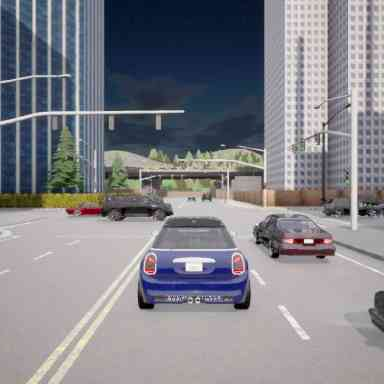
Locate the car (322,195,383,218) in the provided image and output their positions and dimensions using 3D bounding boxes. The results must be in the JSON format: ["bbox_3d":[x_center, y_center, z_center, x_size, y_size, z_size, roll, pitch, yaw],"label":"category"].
[{"bbox_3d":[14.087,1.352,29.435,4.553,1.767,2.097,0,0,0],"label":"car"}]

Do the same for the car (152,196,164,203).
[{"bbox_3d":[-7.058,1.552,69.519,1.994,1.385,4.181,0,0,0],"label":"car"}]

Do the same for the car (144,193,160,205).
[{"bbox_3d":[-7.122,1.221,59.653,2.150,2.045,5.566,0,0,0],"label":"car"}]

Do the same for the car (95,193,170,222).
[{"bbox_3d":[-4.236,1.222,25.715,5.566,2.045,2.150,0,0,-1],"label":"car"}]

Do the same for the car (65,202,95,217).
[{"bbox_3d":[-9.051,1.601,30.583,4.718,1.301,1.895,0,0,-16],"label":"car"}]

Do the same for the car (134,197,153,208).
[{"bbox_3d":[-7.137,1.491,49.786,2.128,1.511,4.902,0,0,0],"label":"car"}]

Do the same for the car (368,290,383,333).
[{"bbox_3d":[3.599,1.547,2.580,2.033,1.411,5.357,0,0,0],"label":"car"}]

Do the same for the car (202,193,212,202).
[{"bbox_3d":[3.435,1.202,77.740,2.150,2.045,5.566,0,0,0],"label":"car"}]

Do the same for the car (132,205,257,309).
[{"bbox_3d":[0.053,1.352,8.018,2.097,1.767,4.553,0,0,0],"label":"car"}]

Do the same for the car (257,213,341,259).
[{"bbox_3d":[3.599,1.547,12.648,2.033,1.411,5.357,0,0,1],"label":"car"}]

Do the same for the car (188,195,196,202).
[{"bbox_3d":[-0.065,1.501,77.708,1.812,1.442,4.674,0,0,0],"label":"car"}]
